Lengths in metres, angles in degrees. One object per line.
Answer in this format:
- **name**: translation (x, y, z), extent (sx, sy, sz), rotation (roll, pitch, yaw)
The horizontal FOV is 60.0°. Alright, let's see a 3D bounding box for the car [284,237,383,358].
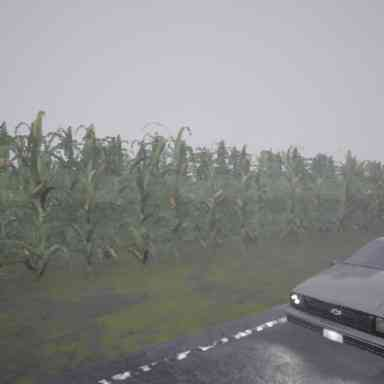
- **car**: translation (4.045, 1.546, 6.052), extent (5.357, 1.411, 2.033), rotation (0, 0, -36)
